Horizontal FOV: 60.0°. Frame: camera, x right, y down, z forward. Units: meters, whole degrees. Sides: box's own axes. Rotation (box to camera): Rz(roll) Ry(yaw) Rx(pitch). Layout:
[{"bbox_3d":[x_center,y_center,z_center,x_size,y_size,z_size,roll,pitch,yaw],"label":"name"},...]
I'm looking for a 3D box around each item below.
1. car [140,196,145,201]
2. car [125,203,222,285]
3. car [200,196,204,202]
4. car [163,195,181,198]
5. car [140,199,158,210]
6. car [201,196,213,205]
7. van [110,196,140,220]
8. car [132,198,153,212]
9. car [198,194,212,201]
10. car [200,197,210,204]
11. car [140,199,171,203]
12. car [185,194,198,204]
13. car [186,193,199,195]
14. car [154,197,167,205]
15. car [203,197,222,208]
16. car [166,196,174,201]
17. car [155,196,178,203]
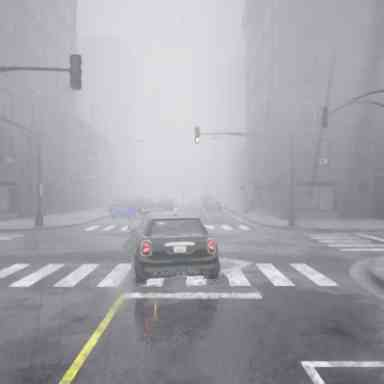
[{"bbox_3d":[-5.860,1.384,34.429,2.192,1.841,5.009,0,0,0],"label":"car"},{"bbox_3d":[-0.759,1.372,9.897,2.097,1.767,4.553,0,0,-13],"label":"car"},{"bbox_3d":[2.666,1.666,51.236,1.947,1.339,4.313,0,0,0],"label":"car"},{"bbox_3d":[-3.086,1.576,49.915,1.882,1.535,5.008,0,0,0],"label":"car"},{"bbox_3d":[-5.860,1.635,45.620,1.887,1.381,4.507,0,0,0],"label":"car"},{"bbox_3d":[2.667,1.641,45.642,2.008,1.369,4.403,0,0,0],"label":"car"},{"bbox_3d":[-5.859,1.399,28.833,1.690,1.788,3.998,0,0,0],"label":"van"},{"bbox_3d":[-5.859,1.519,40.024,1.967,1.590,4.097,0,0,0],"label":"car"},{"bbox_3d":[2.666,1.426,56.831,2.192,1.841,5.009,0,0,0],"label":"car"},{"bbox_3d":[2.666,1.714,68.019,1.802,1.307,4.206,0,0,0],"label":"car"},{"bbox_3d":[-3.125,1.606,29.144,2.033,1.411,5.357,0,0,-4],"label":"car"},{"bbox_3d":[0.053,1.642,59.864,1.812,1.442,4.674,0,0,0],"label":"car"},{"bbox_3d":[-0.002,1.510,69.831,1.812,1.442,4.674,0,0,0],"label":"car"},{"bbox_3d":[-5.860,1.672,62.407,2.008,1.369,4.403,0,0,0],"label":"car"},{"bbox_3d":[2.667,1.605,40.218,1.752,1.417,4.829,0,0,0],"label":"car"},{"bbox_3d":[-5.860,1.723,90.386,1.887,1.381,4.507,0,0,0],"label":"car"},{"bbox_3d":[-3.101,1.556,39.471,1.882,1.535,5.008,0,0,0],"label":"car"}]
